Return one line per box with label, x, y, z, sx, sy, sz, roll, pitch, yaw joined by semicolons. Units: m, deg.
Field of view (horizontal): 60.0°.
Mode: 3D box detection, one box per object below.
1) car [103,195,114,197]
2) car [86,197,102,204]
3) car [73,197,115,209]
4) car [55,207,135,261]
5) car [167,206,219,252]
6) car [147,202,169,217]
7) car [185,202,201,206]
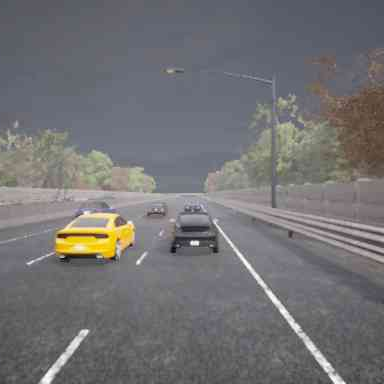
car;-17.498;1.613;68.955;2.150;2.045;5.566;0;0;0
car;-20.998;1.797;71.372;1.895;1.301;4.718;0;0;0
car;-6.901;1.475;24.155;2.097;1.767;4.553;0;0;0
car;-3.399;1.540;12.559;1.882;1.535;5.008;0;0;0
car;0.100;1.577;14.328;1.837;1.490;4.892;0;0;0
car;-3.399;1.726;33.927;2.033;1.411;5.357;0;0;0
car;0.097;1.811;39.330;1.895;1.301;4.718;0;0;0
